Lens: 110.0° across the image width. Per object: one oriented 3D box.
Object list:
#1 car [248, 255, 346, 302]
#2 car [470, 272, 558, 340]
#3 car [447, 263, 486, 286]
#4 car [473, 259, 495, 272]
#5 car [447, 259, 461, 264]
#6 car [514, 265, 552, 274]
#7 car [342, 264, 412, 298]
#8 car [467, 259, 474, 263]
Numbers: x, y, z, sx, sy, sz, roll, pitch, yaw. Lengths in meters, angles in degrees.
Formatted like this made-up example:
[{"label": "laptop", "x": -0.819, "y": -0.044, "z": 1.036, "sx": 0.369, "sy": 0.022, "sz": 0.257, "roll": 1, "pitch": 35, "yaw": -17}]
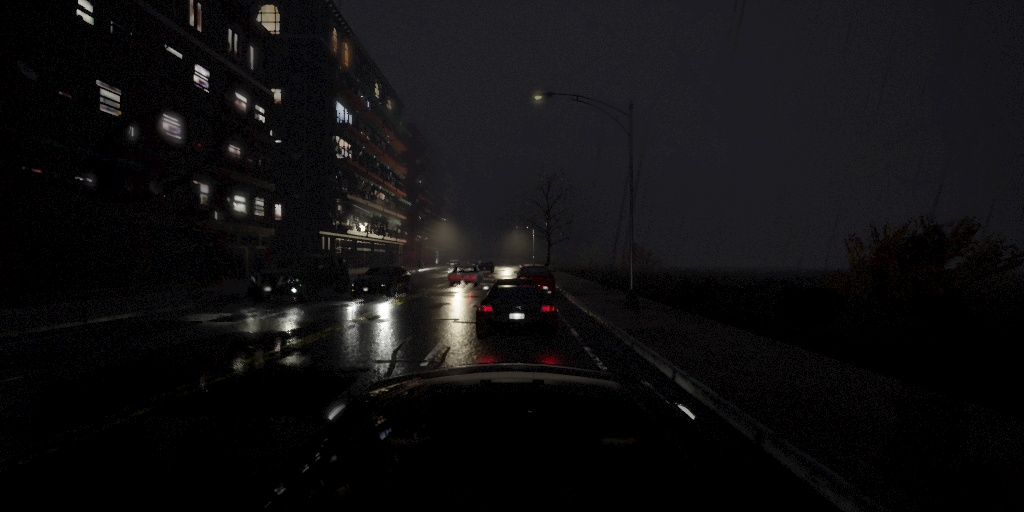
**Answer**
[{"label": "car", "x": -9.845, "y": 0.973, "z": 17.228, "sx": 2.150, "sy": 2.045, "sz": 5.566, "roll": 0, "pitch": 0, "yaw": 0}, {"label": "car", "x": 0.105, "y": 1.315, "z": 10.024, "sx": 1.994, "sy": 1.385, "sz": 4.181, "roll": 0, "pitch": 0, "yaw": 0}, {"label": "car", "x": -3.139, "y": 1.353, "z": 25.010, "sx": 1.895, "sy": 1.301, "sz": 4.718, "roll": 0, "pitch": 0, "yaw": 0}, {"label": "car", "x": -3.129, "y": 1.241, "z": 43.686, "sx": 2.128, "sy": 1.511, "sz": 4.902, "roll": 0, "pitch": 0, "yaw": 0}, {"label": "car", "x": -9.794, "y": 1.243, "z": 61.054, "sx": 2.128, "sy": 1.511, "sz": 4.902, "roll": 0, "pitch": 0, "yaw": 0}, {"label": "car", "x": 1.145, "y": 1.230, "z": 18.945, "sx": 1.882, "sy": 1.535, "sz": 5.008, "roll": 0, "pitch": 0, "yaw": 0}, {"label": "car", "x": -6.593, "y": 1.257, "z": 18.572, "sx": 1.837, "sy": 1.490, "sz": 4.892, "roll": 0, "pitch": 0, "yaw": 0}, {"label": "car", "x": -6.539, "y": 1.257, "z": 61.993, "sx": 1.837, "sy": 1.490, "sz": 4.892, "roll": 0, "pitch": -1, "yaw": 0}]
